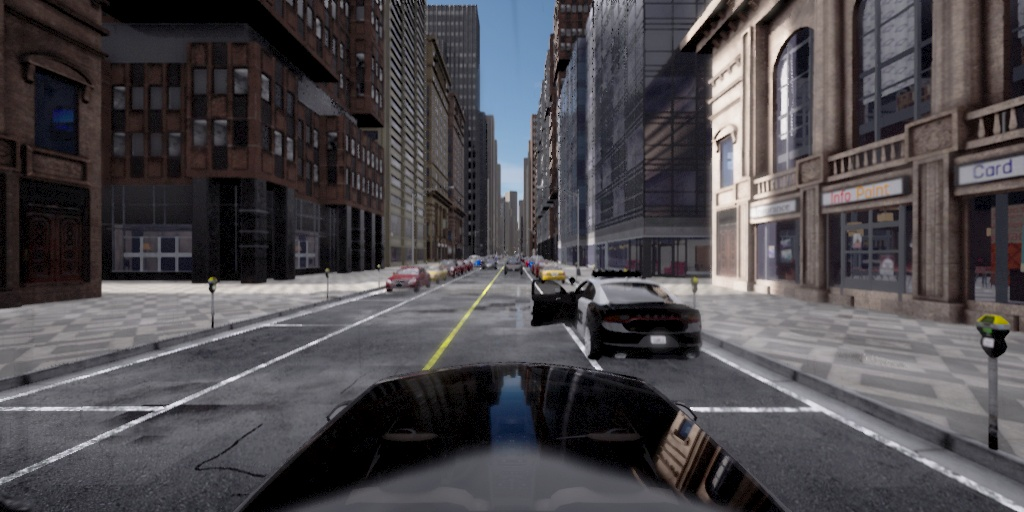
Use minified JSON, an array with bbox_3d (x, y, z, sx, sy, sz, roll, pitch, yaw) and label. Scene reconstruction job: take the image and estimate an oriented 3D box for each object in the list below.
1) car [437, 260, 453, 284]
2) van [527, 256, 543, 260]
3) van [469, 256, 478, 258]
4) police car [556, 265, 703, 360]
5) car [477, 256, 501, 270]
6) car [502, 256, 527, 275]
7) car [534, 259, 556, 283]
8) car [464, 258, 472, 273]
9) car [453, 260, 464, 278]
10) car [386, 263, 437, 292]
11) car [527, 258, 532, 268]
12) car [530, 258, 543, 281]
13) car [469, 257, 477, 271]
[{"bbox_3d":[-5.695,1.164,25.665,1.751,1.417,4.829,0,0,0],"label":"car"},{"bbox_3d":[2.879,0.903,42.624,1.690,1.789,3.998,0,0,0],"label":"van"},{"bbox_3d":[-5.614,0.852,53.844,1.690,1.789,3.998,0,0,0],"label":"van"},{"bbox_3d":[2.384,1.144,8.402,1.930,1.638,5.238,0,0,0],"label":"police car"},{"bbox_3d":[-2.874,1.038,46.633,2.128,1.511,4.902,0,0,0],"label":"car"},{"bbox_3d":[0.177,1.080,36.948,2.128,1.511,4.902,0,0,1],"label":"car"},{"bbox_3d":[2.831,1.164,25.988,1.751,1.417,4.829,0,0,0],"label":"car"},{"bbox_3d":[-5.662,1.133,37.038,1.888,1.381,4.507,0,0,0],"label":"car"},{"bbox_3d":[-5.678,1.053,31.437,1.967,1.591,4.097,0,0,0],"label":"car"},{"bbox_3d":[-5.711,1.246,20.233,1.802,1.307,4.207,0,0,0],"label":"car"},{"bbox_3d":[2.863,1.133,37.022,1.888,1.381,4.507,0,0,0],"label":"car"},{"bbox_3d":[2.847,1.158,31.421,1.888,1.381,4.507,0,0,0],"label":"car"},{"bbox_3d":[-5.646,1.107,42.641,1.888,1.381,4.507,0,0,0],"label":"car"}]
